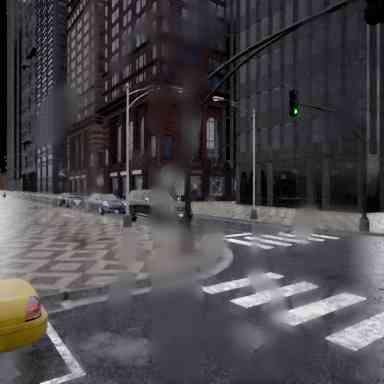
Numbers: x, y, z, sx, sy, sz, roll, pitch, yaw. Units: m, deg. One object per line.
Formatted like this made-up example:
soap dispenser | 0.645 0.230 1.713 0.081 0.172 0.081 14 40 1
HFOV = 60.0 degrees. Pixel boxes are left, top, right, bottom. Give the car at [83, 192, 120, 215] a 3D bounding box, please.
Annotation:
car | -7.129 0.872 27.684 2.097 1.767 4.553 0 1 -35

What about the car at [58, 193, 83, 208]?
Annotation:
car | -13.146 0.827 36.087 2.128 1.511 4.902 0 1 -36

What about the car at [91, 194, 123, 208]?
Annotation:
car | -9.262 0.942 36.145 1.994 1.385 4.181 0 1 -36

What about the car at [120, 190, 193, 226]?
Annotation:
car | -2.211 0.898 20.820 2.150 2.045 5.566 0 1 -36

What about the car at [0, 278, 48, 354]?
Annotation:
car | -4.246 1.525 3.627 4.829 1.417 1.752 0 0 -35
